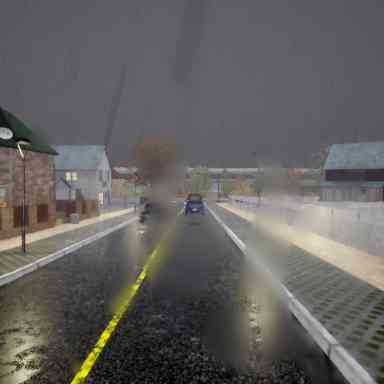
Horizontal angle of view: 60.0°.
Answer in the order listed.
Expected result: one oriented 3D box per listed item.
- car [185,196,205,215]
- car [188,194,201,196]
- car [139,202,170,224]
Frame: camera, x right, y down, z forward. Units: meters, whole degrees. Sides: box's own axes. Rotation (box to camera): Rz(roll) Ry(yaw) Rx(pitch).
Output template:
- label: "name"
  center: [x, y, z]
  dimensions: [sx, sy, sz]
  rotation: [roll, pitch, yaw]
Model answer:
- label: "car"
  center: [0.290, 1.469, 33.462]
  dimensions: [1.882, 1.535, 5.008]
  rotation: [0, 0, 1]
- label: "car"
  center: [0.349, 1.221, 43.895]
  dimensions: [2.150, 2.045, 5.566]
  rotation: [0, 0, 0]
- label: "car"
  center: [-2.704, 1.495, 24.629]
  dimensions: [1.837, 1.490, 4.892]
  rotation: [0, 0, 0]
